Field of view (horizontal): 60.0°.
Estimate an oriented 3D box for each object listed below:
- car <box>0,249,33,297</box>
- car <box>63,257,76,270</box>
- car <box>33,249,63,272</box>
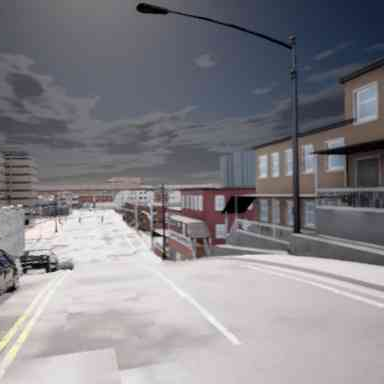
[{"bbox_3d":[-5.799,2.191,8.576,2.033,1.411,5.357,-1,-5,-16],"label":"car"},{"bbox_3d":[-12.434,7.020,32.308,1.895,1.301,4.718,-1,-12,-16],"label":"car"},{"bbox_3d":[-8.527,3.793,18.271,1.895,1.301,4.718,-1,-12,-16],"label":"car"}]
